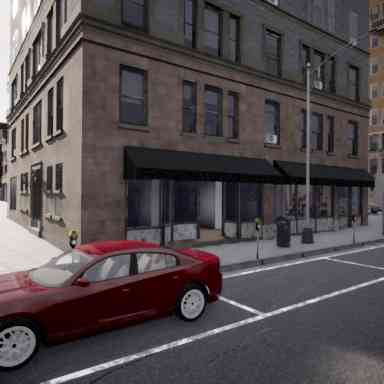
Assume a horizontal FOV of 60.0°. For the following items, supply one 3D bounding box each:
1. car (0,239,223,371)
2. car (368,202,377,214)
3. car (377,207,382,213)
[{"bbox_3d":[-1.518,1.545,5.672,4.507,1.381,1.887,0,1,-35],"label":"car"},{"bbox_3d":[14.099,1.362,30.812,1.812,1.442,4.674,1,0,-33],"label":"car"},{"bbox_3d":[16.350,1.369,33.250,1.837,1.490,4.892,1,0,-35],"label":"car"}]
